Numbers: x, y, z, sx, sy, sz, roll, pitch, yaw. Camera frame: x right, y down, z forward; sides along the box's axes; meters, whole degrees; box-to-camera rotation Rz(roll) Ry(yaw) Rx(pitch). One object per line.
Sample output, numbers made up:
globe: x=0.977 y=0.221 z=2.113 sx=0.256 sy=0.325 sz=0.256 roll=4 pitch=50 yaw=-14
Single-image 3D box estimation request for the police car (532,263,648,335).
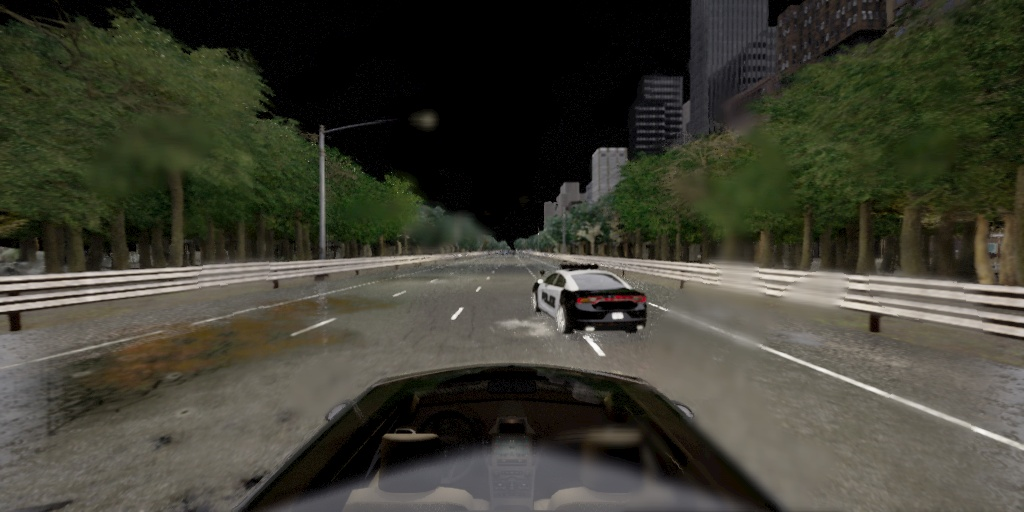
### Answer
police car: x=1.862 y=1.033 z=10.248 sx=1.930 sy=1.638 sz=5.238 roll=0 pitch=1 yaw=-9
